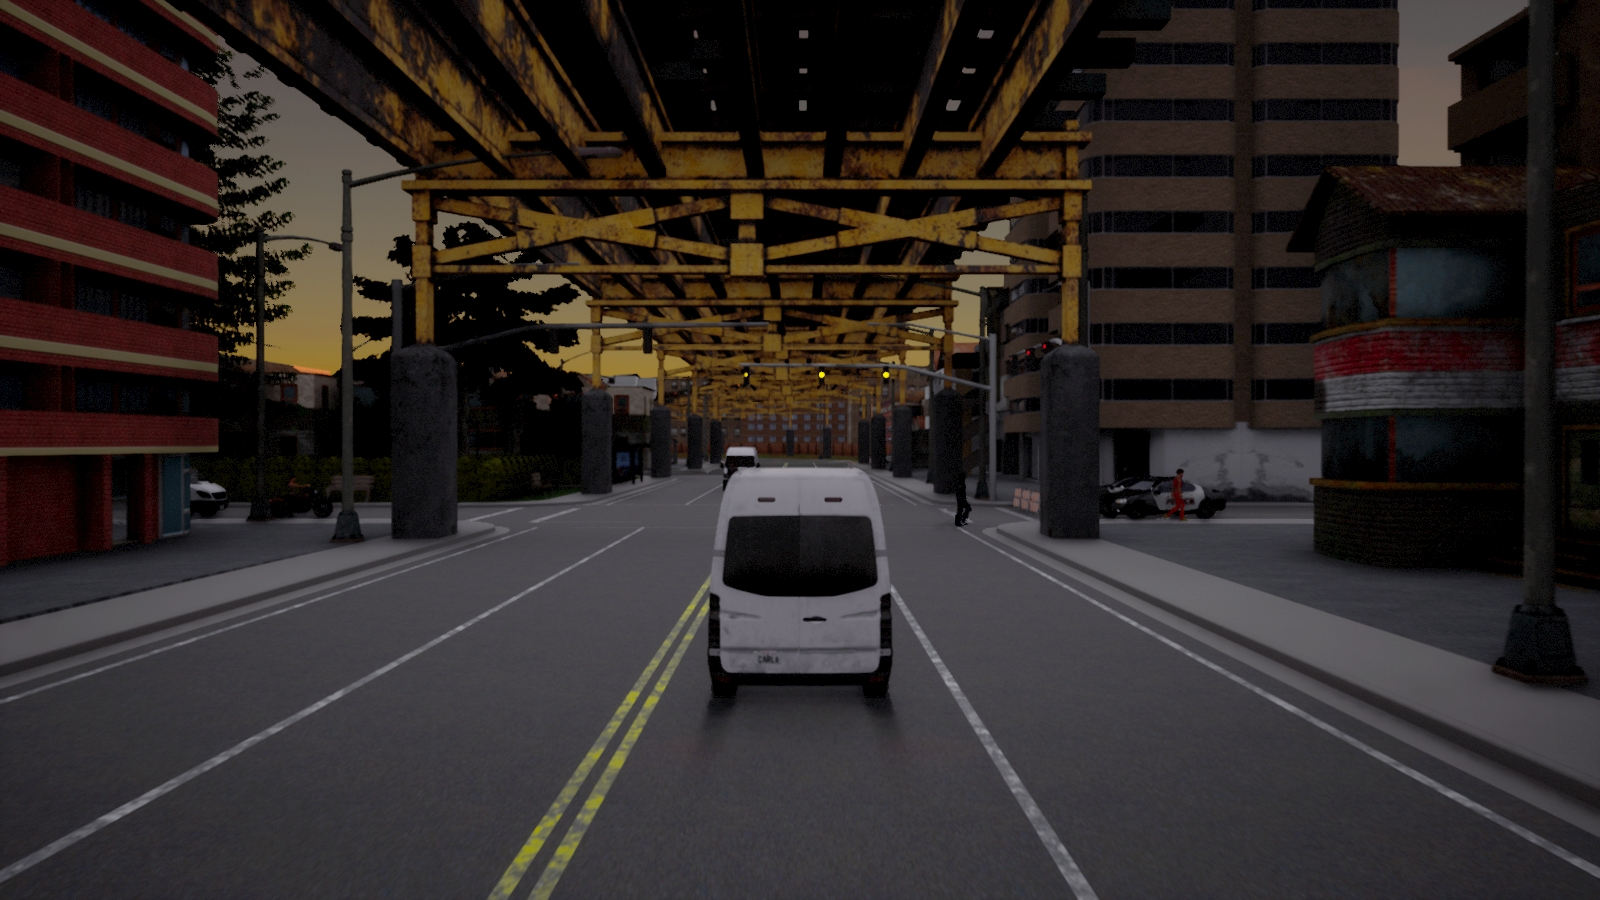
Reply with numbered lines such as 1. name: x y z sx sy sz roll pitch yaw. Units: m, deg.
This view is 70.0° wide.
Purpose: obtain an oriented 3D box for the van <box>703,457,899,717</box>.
1. van: 0.011 1.414 14.591 1.988 2.561 5.915 0 0 0

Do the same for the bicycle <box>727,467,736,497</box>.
1. bicycle: -3.488 1.614 58.522 0.329 1.496 1.835 0 0 1

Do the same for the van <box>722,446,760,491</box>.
1. van: -3.488 1.030 68.311 1.988 2.561 5.915 0 0 0

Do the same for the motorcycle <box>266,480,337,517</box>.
1. motorcycle: -18.810 1.820 43.145 2.356 1.332 0.764 0 0 0

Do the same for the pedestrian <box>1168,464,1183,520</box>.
1. pedestrian: 12.684 1.409 38.560 0.375 1.860 0.375 0 0 -2

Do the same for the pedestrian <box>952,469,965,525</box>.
1. pedestrian: 5.293 1.563 38.083 0.375 1.860 0.375 0 0 14

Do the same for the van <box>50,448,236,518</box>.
1. van: -24.743 1.212 43.167 5.915 2.561 1.988 0 0 0
